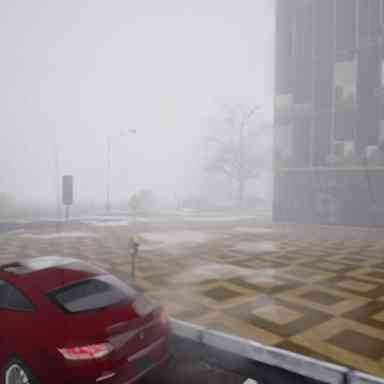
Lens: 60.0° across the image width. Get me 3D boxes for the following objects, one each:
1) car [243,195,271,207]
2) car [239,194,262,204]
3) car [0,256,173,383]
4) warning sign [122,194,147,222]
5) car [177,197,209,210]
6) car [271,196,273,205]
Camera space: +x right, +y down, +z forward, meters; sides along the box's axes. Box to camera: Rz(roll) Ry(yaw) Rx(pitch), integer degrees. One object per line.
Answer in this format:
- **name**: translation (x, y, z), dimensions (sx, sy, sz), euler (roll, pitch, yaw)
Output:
- **car**: translation (9.124, 1.391, 47.262), dimensions (1.812, 1.442, 4.674), euler (1, 1, 35)
- **car**: translation (9.388, 1.044, 53.037), dimensions (1.812, 1.442, 4.674), euler (1, 1, 34)
- **car**: translation (-2.163, 1.564, 4.558), dimensions (4.206, 1.307, 1.802), euler (0, 1, 35)
- **warning sign**: translation (-4.026, 1.077, 23.294), dimensions (1.300, 1.860, 1.060), euler (1, 1, 34)
- **car**: translation (0.185, 1.322, 39.753), dimensions (2.128, 1.511, 4.902), euler (1, 1, 34)
- **car**: translation (14.668, 1.197, 55.447), dimensions (2.097, 1.767, 4.553), euler (1, 1, 34)
